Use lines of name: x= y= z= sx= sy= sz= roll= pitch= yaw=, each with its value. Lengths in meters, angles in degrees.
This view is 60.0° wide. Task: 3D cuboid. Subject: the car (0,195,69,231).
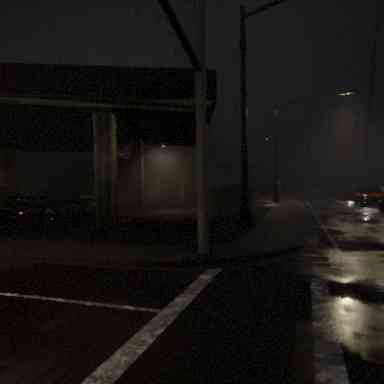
car: x=-9.106 y=1.015 z=16.948 sx=4.611 sy=1.667 sz=2.242 roll=-1 pitch=2 yaw=18

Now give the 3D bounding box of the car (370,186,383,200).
car: x=22.987 y=0.098 z=40.155 sx=1.812 sy=1.442 sz=4.674 roll=-1 pitch=2 yaw=17

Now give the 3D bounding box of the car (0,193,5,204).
car: x=-27.083 y=0.884 z=45.176 sx=1.994 sy=1.385 sz=4.181 roll=-1 pitch=1 yaw=-16

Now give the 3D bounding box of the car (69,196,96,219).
car: x=-8.054 y=1.013 z=22.649 sx=3.806 sy=1.475 sz=1.970 roll=-1 pitch=2 yaw=18

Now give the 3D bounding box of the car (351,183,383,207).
car: x=15.813 y=0.322 z=29.370 sx=2.097 sy=1.767 sz=4.553 roll=-1 pitch=2 yaw=17

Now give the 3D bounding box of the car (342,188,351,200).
car: x=18.783 y=0.240 z=38.940 sx=1.994 sy=1.385 sz=4.181 roll=-1 pitch=2 yaw=17

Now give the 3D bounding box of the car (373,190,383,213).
car: x=13.291 y=0.786 z=21.163 sx=1.994 sy=1.385 sz=4.181 roll=-1 pitch=2 yaw=17
